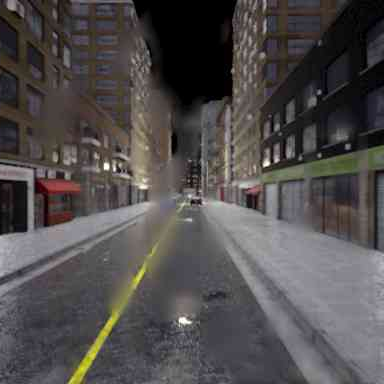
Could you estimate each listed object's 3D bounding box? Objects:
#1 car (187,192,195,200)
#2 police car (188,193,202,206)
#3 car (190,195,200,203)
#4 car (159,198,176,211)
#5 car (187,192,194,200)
[{"bbox_3d":[-0.259,0.956,87.982,2.150,2.045,5.566,0,0,0],"label":"car"},{"bbox_3d":[0.668,1.373,53.592,1.930,1.638,5.238,0,0,0],"label":"police car"},{"bbox_3d":[0.621,1.395,69.482,1.882,1.535,5.008,0,0,0],"label":"car"},{"bbox_3d":[-2.957,1.447,40.575,1.882,1.535,5.008,0,0,0],"label":"car"},{"bbox_3d":[0.638,1.280,63.452,2.097,1.767,4.553,0,0,0],"label":"car"}]
